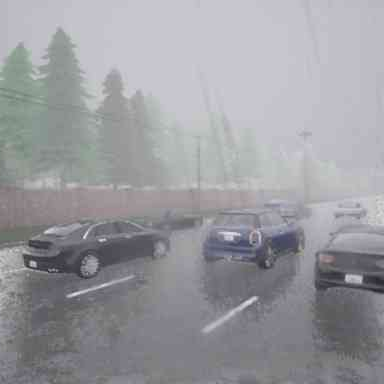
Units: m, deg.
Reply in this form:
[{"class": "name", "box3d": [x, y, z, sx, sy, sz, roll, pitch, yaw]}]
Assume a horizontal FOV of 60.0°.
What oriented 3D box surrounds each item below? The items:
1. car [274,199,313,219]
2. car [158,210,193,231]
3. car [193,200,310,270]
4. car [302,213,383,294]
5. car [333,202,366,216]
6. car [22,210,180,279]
[{"class": "car", "box3d": [7.896, 1.486, 25.950, 2.033, 1.411, 5.357, -1, 0, 34]}, {"class": "car", "box3d": [-1.276, 1.639, 18.639, 1.895, 1.301, 4.718, -1, 0, 34]}, {"class": "car", "box3d": [2.265, 1.339, 11.390, 2.097, 1.767, 4.553, -1, 0, 34]}, {"class": "car", "box3d": [4.372, 1.484, 8.277, 1.812, 1.442, 4.674, -1, 0, 34]}, {"class": "car", "box3d": [13.002, 1.481, 27.249, 1.895, 1.301, 4.718, -1, 0, 34]}, {"class": "car", "box3d": [-2.646, 1.549, 10.372, 1.837, 1.490, 4.892, -1, 0, 34]}]
